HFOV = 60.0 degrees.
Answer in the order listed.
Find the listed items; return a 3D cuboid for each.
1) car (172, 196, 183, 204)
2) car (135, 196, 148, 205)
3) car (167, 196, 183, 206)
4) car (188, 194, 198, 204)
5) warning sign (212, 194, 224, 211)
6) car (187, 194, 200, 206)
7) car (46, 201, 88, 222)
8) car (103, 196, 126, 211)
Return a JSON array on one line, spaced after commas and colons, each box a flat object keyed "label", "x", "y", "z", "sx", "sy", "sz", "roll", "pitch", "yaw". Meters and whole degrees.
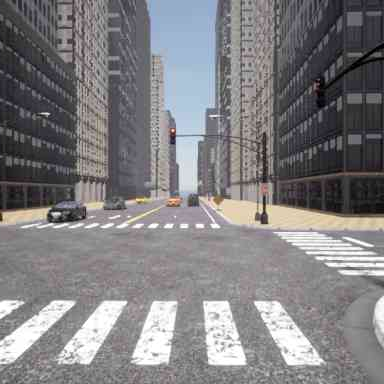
[{"label": "car", "x": -2.998, "y": 1.633, "z": 70.208, "sx": 2.128, "sy": 1.511, "sz": 4.902, "roll": 0, "pitch": 0, "yaw": 0}, {"label": "car", "x": -9.597, "y": 1.589, "z": 63.116, "sx": 1.882, "sy": 1.535, "sz": 5.008, "roll": 0, "pitch": -1, "yaw": 0}, {"label": "car", "x": -3.006, "y": 1.441, "z": 55.954, "sx": 2.097, "sy": 1.767, "sz": 4.553, "roll": 0, "pitch": 0, "yaw": 0}, {"label": "car", "x": 0.254, "y": 1.361, "z": 70.439, "sx": 2.150, "sy": 2.045, "sz": 5.566, "roll": 0, "pitch": 0, "yaw": 0}, {"label": "warning sign", "x": 2.949, "y": 1.154, "z": 37.576, "sx": 1.300, "sy": 1.860, "sz": 1.060, "roll": 0, "pitch": 0, "yaw": 0}, {"label": "car", "x": 0.245, "y": 1.587, "z": 56.190, "sx": 1.837, "sy": 1.490, "sz": 4.892, "roll": 0, "pitch": -2, "yaw": 0}, {"label": "car", "x": -9.783, "y": 1.511, "z": 26.343, "sx": 2.128, "sy": 1.511, "sz": 4.902, "roll": 0, "pitch": 0, "yaw": 0}, {"label": "car", "x": -9.739, "y": 1.400, "z": 42.038, "sx": 2.097, "sy": 1.767, "sz": 4.553, "roll": 0, "pitch": 0, "yaw": 0}]
